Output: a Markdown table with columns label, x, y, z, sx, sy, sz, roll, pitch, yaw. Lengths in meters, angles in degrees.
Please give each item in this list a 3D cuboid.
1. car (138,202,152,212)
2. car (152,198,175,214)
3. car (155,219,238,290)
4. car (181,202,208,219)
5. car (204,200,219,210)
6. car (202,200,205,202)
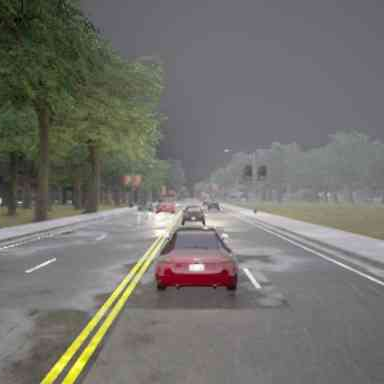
| label | x | y | z | sx | sy | sz | roll | pitch | yaw |
| --- | --- | --- | --- | --- | --- | --- | --- | --- | --- |
| car | -6.549 | 2.098 | 47.491 | 1.812 | 1.442 | 4.674 | 0 | -1 | 0 |
| car | -3.315 | 1.722 | 42.175 | 2.150 | 2.045 | 5.566 | 0 | -1 | 0 |
| car | 0.106 | 1.672 | 9.399 | 1.994 | 1.385 | 4.181 | 0 | -1 | 0 |
| car | 0.117 | 1.843 | 27.300 | 1.812 | 1.442 | 4.674 | 0 | -1 | 0 |
| car | 3.383 | 2.162 | 53.836 | 1.837 | 1.490 | 4.892 | 0 | -1 | 0 |
| car | 3.293 | 2.405 | 72.554 | 1.882 | 1.535 | 5.008 | 0 | -1 | 0 |
